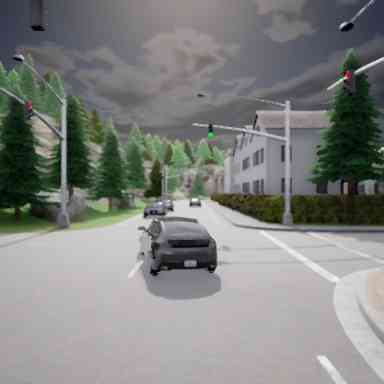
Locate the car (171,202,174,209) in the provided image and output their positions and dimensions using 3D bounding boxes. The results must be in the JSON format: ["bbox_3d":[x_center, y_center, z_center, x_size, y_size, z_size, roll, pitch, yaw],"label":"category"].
[{"bbox_3d":[-3.267,1.685,41.340,1.994,1.385,4.181,0,0,1],"label":"car"}]

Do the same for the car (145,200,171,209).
[{"bbox_3d":[-3.358,1.656,31.340,1.994,1.385,4.181,0,0,0],"label":"car"}]

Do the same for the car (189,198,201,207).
[{"bbox_3d":[0.528,1.726,54.951,1.994,1.385,4.181,0,0,1],"label":"car"}]

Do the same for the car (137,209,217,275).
[{"bbox_3d":[-0.604,1.550,10.784,1.837,1.490,4.892,1,0,-14],"label":"car"}]
